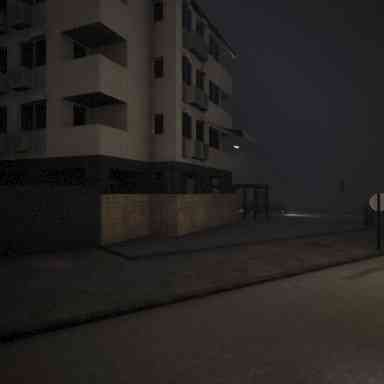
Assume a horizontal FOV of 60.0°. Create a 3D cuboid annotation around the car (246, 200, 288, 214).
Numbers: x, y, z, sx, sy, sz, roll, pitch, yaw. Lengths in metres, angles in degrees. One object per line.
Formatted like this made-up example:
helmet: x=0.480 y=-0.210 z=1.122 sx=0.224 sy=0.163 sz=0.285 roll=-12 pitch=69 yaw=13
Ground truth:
car: x=7.505 y=1.547 z=35.411 sx=2.033 sy=1.411 sz=5.357 roll=0 pitch=0 yaw=-35
